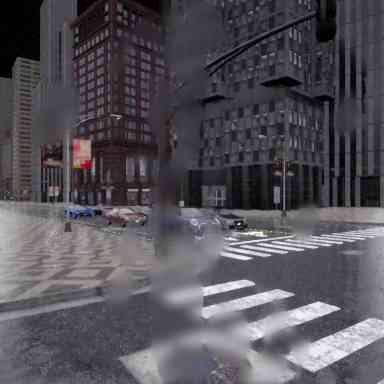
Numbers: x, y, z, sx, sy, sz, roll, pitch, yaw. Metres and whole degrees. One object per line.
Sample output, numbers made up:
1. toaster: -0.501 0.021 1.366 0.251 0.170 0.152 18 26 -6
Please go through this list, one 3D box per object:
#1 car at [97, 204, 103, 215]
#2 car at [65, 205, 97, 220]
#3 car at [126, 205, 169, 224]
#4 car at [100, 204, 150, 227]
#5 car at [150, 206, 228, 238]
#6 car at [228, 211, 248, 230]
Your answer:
1. car: -10.164 2.176 38.996 2.128 1.511 4.902 0 -1 -36
2. car: -12.642 2.163 36.877 1.882 1.535 5.008 0 -1 -35
3. car: -4.242 1.997 30.740 1.837 1.490 4.892 0 -1 -35
4. car: -5.459 1.976 26.864 1.812 1.442 4.674 0 -1 -36
5. car: -0.306 1.637 19.651 2.097 1.767 4.553 0 -1 -35
6. car: 1.767 1.862 22.370 1.994 1.385 4.181 0 -1 -36
